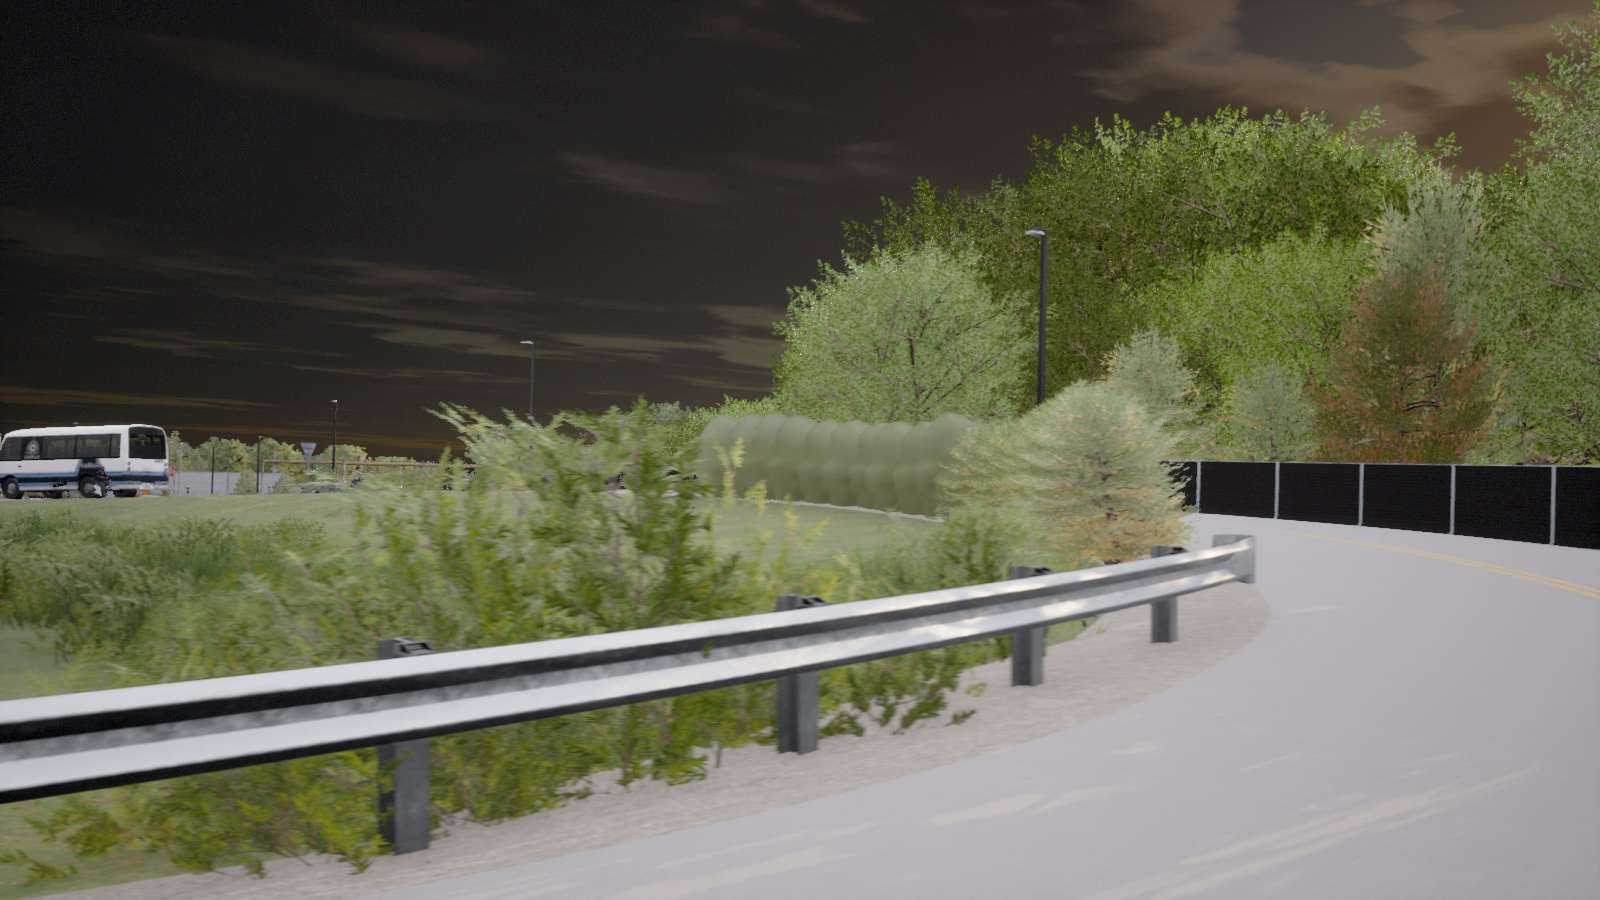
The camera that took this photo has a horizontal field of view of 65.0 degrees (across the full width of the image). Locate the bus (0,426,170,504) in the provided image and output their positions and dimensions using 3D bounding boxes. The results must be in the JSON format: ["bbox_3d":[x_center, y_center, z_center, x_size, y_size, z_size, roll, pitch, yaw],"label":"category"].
[{"bbox_3d":[-42.670,0.971,73.738,10.273,4.253,3.944,-2,-2,17],"label":"bus"}]
